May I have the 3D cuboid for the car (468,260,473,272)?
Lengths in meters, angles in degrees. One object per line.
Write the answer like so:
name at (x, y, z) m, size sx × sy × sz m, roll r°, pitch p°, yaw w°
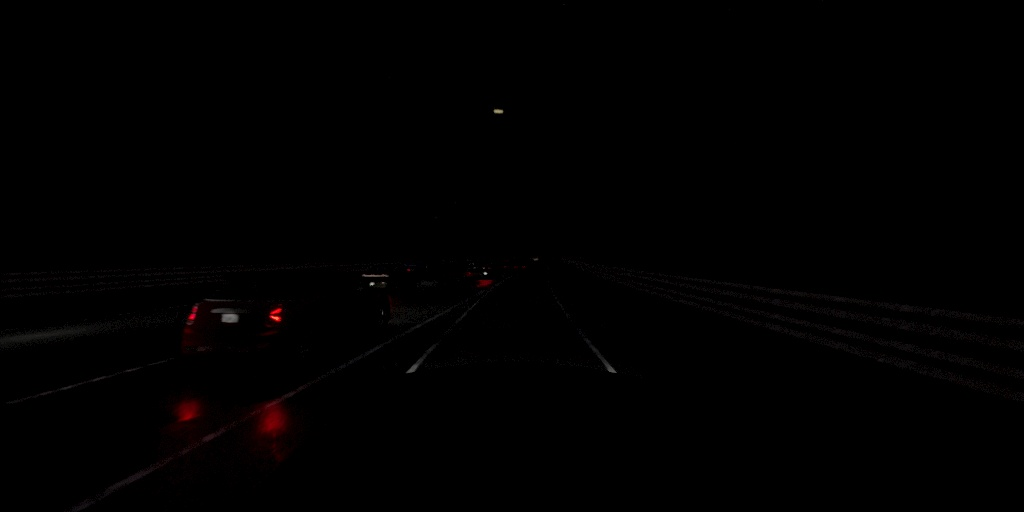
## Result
car at (-4.255, 1.195, 45.462) m, size 2.128 × 1.511 × 4.902 m, roll 0°, pitch 0°, yaw 6°

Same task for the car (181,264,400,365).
car at (-4.611, 1.085, 8.263) m, size 2.097 × 1.767 × 4.553 m, roll 0°, pitch 0°, yaw 6°

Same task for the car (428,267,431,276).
car at (-9.087, 1.246, 32.891) m, size 2.033 × 1.411 × 5.357 m, roll 1°, pitch 0°, yaw 6°

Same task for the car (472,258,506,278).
car at (-2.020, 1.229, 33.172) m, size 1.837 × 1.490 × 4.892 m, roll 0°, pitch 0°, yaw 6°

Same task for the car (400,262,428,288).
car at (-6.847, 1.211, 20.607) m, size 2.128 × 1.511 × 4.902 m, roll 0°, pitch 0°, yaw 6°
